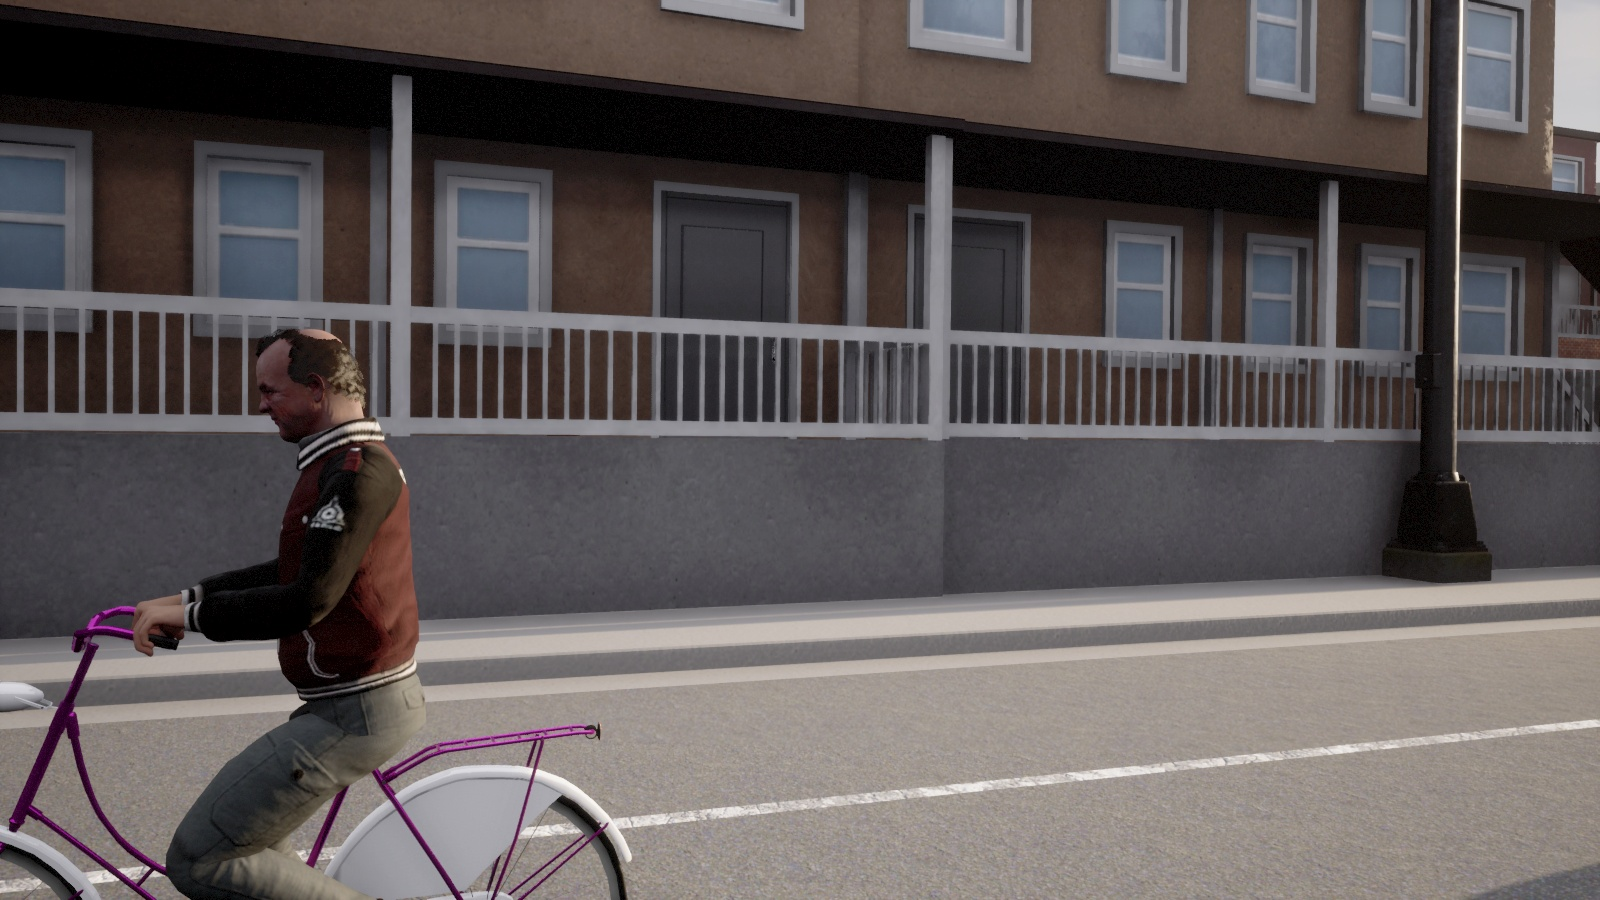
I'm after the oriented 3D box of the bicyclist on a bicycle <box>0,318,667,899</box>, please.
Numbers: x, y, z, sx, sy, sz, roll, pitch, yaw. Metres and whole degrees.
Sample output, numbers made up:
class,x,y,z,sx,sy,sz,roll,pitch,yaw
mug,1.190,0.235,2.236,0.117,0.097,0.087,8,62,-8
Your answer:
class,x,y,z,sx,sy,sz,roll,pitch,yaw
bicyclist on a bicycle,-1.275,0.638,2.753,1.843,1.776,0.659,-1,1,-21
